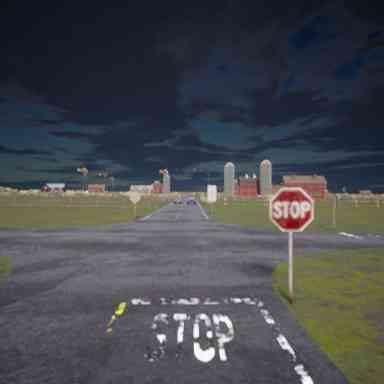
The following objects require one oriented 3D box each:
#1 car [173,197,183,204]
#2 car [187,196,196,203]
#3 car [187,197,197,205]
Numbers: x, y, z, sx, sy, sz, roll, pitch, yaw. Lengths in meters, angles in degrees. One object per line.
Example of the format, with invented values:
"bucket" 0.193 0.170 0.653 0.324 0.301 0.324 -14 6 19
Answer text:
"car" -2.803 1.728 67.779 1.837 1.490 4.892 0 0 0
"car" -0.056 1.660 72.815 1.895 1.301 4.718 0 0 0
"car" -0.047 1.682 62.747 1.812 1.442 4.674 0 0 0
